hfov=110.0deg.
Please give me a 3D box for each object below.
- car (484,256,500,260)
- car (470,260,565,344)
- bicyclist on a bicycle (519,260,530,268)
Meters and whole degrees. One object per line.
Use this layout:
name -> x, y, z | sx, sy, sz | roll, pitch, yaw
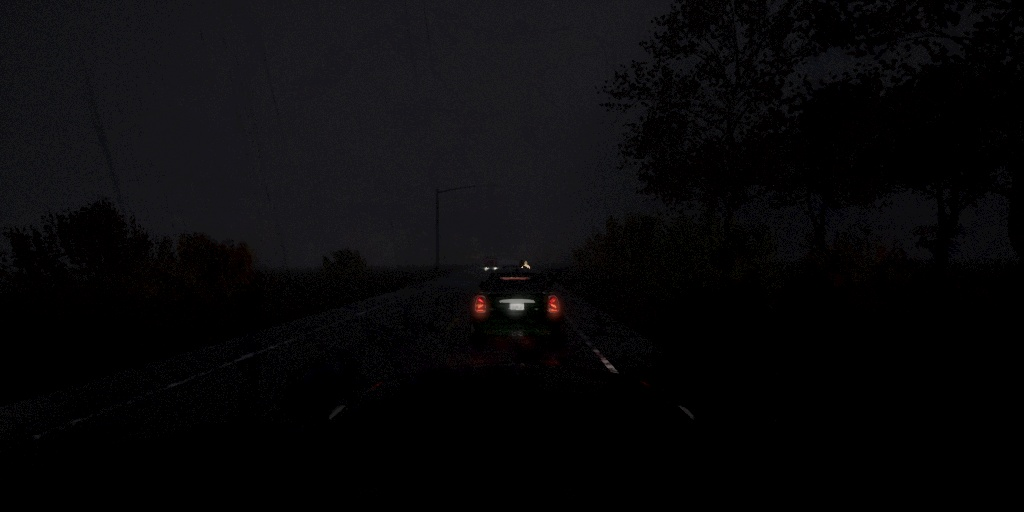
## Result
car -> -3.738, 0.948, 63.842 | 2.150, 2.045, 5.566 | 0, 0, 0
car -> 0.116, 1.098, 9.740 | 2.097, 1.767, 4.553 | 0, 0, 0
bicyclist on a bicycle -> 0.985, 1.175, 25.563 | 0.866, 1.612, 1.509 | 0, 0, 1
